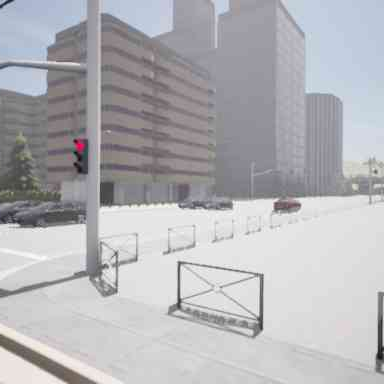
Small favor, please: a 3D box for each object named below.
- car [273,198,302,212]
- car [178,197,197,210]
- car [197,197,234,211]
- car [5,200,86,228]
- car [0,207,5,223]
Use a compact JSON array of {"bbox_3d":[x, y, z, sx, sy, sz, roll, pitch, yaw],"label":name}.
[{"bbox_3d":[10.684,1.396,36.998,1.882,1.535,5.008,0,0,35],"label":"car"},{"bbox_3d":[0.246,1.339,40.685,2.128,1.511,4.902,0,0,35],"label":"car"},{"bbox_3d":[3.135,1.362,38.711,2.128,1.511,4.902,0,0,35],"label":"car"},{"bbox_3d":[-8.867,1.376,21.329,1.837,1.490,4.892,0,0,35],"label":"car"},{"bbox_3d":[-11.764,1.352,23.291,1.837,1.490,4.892,0,0,35],"label":"car"}]
